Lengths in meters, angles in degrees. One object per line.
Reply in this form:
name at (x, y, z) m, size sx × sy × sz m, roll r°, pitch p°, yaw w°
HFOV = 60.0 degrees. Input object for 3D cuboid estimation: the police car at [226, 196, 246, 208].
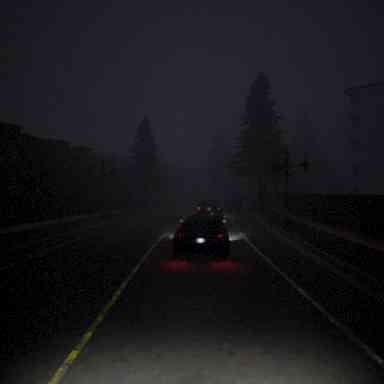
police car at (5.923, 1.412, 47.013) m, size 1.930 × 1.638 × 5.238 m, roll 0°, pitch 0°, yaw 19°

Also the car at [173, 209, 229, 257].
car at (0.409, 1.561, 12.960) m, size 1.994 × 1.385 × 4.181 m, roll 0°, pitch 0°, yaw 4°

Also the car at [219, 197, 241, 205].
car at (6.797, 1.585, 59.154) m, size 1.895 × 1.301 × 4.718 m, roll 0°, pitch 0°, yaw 33°

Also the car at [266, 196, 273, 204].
car at (12.979, 1.489, 60.148) m, size 1.837 × 1.490 × 4.892 m, roll 0°, pitch 0°, yaw 38°

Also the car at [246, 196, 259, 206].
car at (9.816, 1.463, 55.462) m, size 1.882 × 1.535 × 5.008 m, roll 0°, pitch 0°, yaw 31°

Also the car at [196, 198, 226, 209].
car at (1.542, 1.344, 27.550) m, size 2.097 × 1.767 × 4.553 m, roll 0°, pitch 0°, yaw 7°
